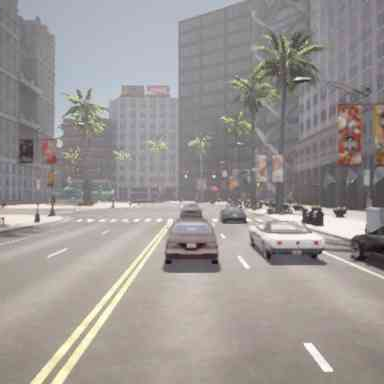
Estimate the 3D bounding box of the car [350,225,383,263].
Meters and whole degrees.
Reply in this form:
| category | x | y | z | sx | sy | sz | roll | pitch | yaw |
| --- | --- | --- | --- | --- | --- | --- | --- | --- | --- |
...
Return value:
| category | x | y | z | sx | sy | sz | roll | pitch | yaw |
| --- | --- | --- | --- | --- | --- | --- | --- | --- | --- |
| car | 6.676 | 1.620 | 10.043 | 2.161 | 1.482 | 4.786 | 0 | -1 | -1 |

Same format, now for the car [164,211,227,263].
| category | x | y | z | sx | sy | sz | roll | pitch | yaw |
| --- | --- | --- | --- | --- | --- | --- | --- | --- | --- |
| car | -0.013 | 1.680 | 12.501 | 2.033 | 1.411 | 5.357 | 0 | -1 | 0 |

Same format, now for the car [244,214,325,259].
| category | x | y | z | sx | sy | sz | roll | pitch | yaw |
| --- | --- | --- | --- | --- | --- | --- | --- | --- | --- |
| car | 3.491 | 1.741 | 13.233 | 1.895 | 1.301 | 4.718 | 0 | -1 | 0 |

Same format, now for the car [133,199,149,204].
| category | x | y | z | sx | sy | sz | roll | pitch | yaw |
| --- | --- | --- | --- | --- | --- | --- | --- | --- | --- |
| car | -13.900 | 2.520 | 88.022 | 1.895 | 1.301 | 4.718 | 0 | -1 | -36 |

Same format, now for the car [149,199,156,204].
| category | x | y | z | sx | sy | sz | roll | pitch | yaw |
| --- | --- | --- | --- | --- | --- | --- | --- | --- | --- |
| car | -11.843 | 2.552 | 91.014 | 1.895 | 1.301 | 4.718 | 1 | -1 | -41 |

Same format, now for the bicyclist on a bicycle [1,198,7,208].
| category | x | y | z | sx | sy | sz | roll | pitch | yaw |
| --- | --- | --- | --- | --- | --- | --- | --- | --- | --- |
| bicyclist on a bicycle | -32.841 | 1.912 | 58.123 | 0.582 | 1.620 | 1.656 | 0 | 0 | 0 |

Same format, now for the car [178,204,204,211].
| category | x | y | z | sx | sy | sz | roll | pitch | yaw |
| --- | --- | --- | --- | --- | --- | --- | --- | --- | --- |
| car | -0.077 | 1.807 | 28.470 | 1.837 | 1.490 | 4.892 | 0 | 0 | 0 |

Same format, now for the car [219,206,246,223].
| category | x | y | z | sx | sy | sz | roll | pitch | yaw |
| --- | --- | --- | --- | --- | --- | --- | --- | --- | --- |
| car | 3.447 | 1.865 | 28.468 | 1.994 | 1.385 | 4.181 | 0 | -1 | 0 |
